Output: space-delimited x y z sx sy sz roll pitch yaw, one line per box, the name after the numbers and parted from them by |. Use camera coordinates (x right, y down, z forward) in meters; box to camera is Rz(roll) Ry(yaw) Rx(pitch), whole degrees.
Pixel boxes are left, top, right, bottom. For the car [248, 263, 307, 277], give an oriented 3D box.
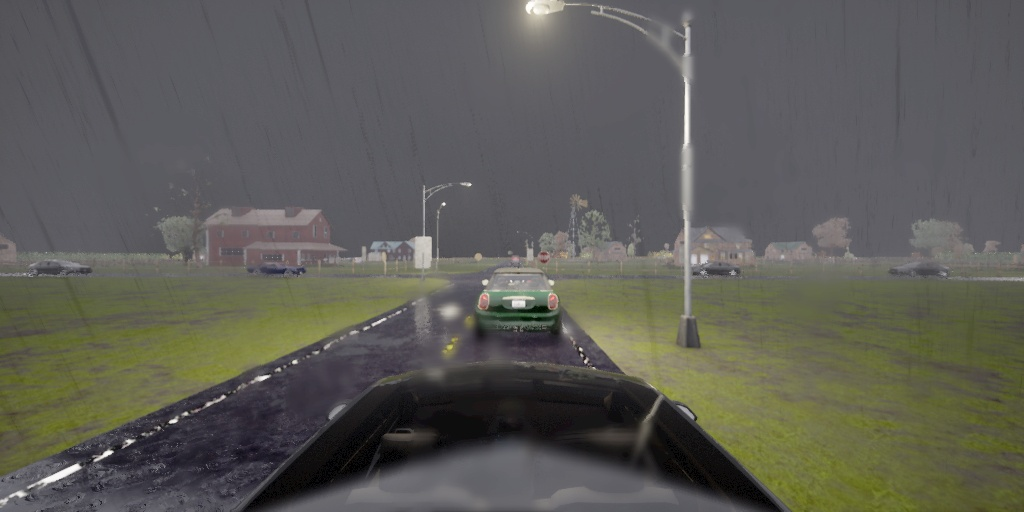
-22.492 1.309 34.526 4.718 1.301 1.895 0 0 1 | car

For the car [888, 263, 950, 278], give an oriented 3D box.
41.166 1.442 36.297 4.892 1.490 1.837 1 0 1 | car

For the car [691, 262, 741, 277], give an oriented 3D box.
20.655 1.349 36.696 4.892 1.490 1.837 0 0 1 | car

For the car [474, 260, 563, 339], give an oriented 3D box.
0.180 1.108 10.263 2.097 1.767 4.553 0 0 1 | car

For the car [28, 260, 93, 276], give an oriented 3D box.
-43.984 1.162 34.949 4.892 1.490 1.837 0 0 1 | car
